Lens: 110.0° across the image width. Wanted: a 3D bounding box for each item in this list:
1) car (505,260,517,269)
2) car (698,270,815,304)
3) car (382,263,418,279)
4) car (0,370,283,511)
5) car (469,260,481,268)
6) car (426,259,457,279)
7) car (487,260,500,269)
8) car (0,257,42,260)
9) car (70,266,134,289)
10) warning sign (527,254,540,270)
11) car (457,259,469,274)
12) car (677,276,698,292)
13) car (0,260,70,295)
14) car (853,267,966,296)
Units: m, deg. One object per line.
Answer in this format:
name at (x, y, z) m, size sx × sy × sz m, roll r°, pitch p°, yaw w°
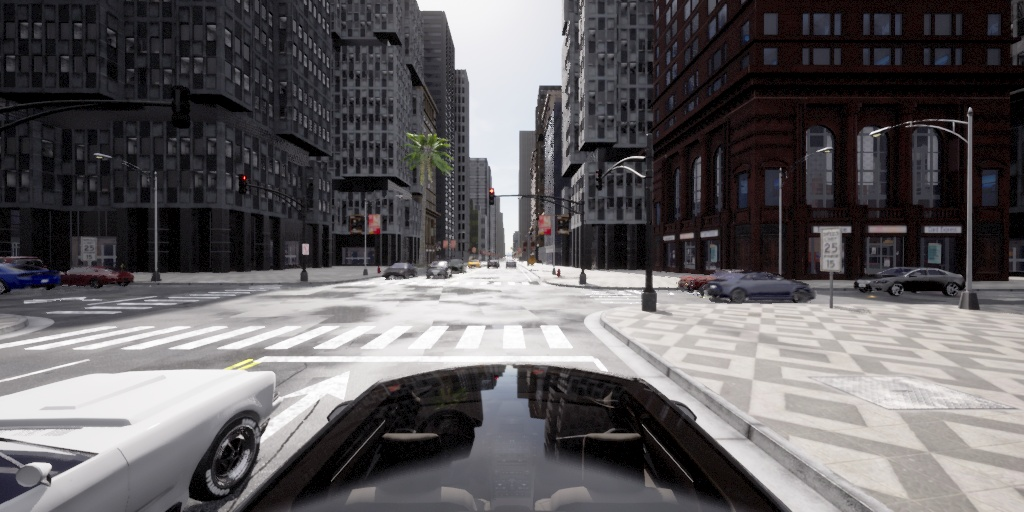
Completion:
car at (-0.158, 1.435, 63.649) m, size 2.128 × 1.511 × 4.902 m, roll 0°, pitch 0°, yaw 0°
car at (11.306, 1.393, 16.517) m, size 4.181 × 1.385 × 1.994 m, roll 0°, pitch 0°, yaw 2°
car at (-9.980, 1.317, 32.493) m, size 2.033 × 1.411 × 5.357 m, roll 0°, pitch 0°, yaw 0°
car at (-3.149, 1.351, 1.454) m, size 1.895 × 1.301 × 4.718 m, roll 0°, pitch 0°, yaw -3°
car at (-6.801, 1.432, 64.921) m, size 1.882 × 1.535 × 5.008 m, roll 0°, pitch -1°, yaw 0°
car at (-6.748, 1.264, 33.612) m, size 2.128 × 1.511 × 4.902 m, roll 0°, pitch 0°, yaw -2°
car at (-3.413, 1.449, 63.878) m, size 1.837 × 1.490 × 4.892 m, roll 0°, pitch -1°, yaw 0°
car at (-30.789, 0.945, 21.283) m, size 5.009 × 1.841 × 2.192 m, roll 0°, pitch 0°, yaw -1°
car at (-25.151, 1.232, 21.394) m, size 4.207 × 1.307 × 1.802 m, roll 0°, pitch 0°, yaw -1°
warning sign at (2.655, 0.943, 47.599) m, size 1.300 × 1.860 × 1.060 m, roll 0°, pitch 0°, yaw 0°
car at (-6.772, 1.161, 42.810) m, size 2.097 × 1.767 × 4.553 m, roll 0°, pitch -1°, yaw 0°
car at (11.650, 1.415, 19.524) m, size 4.718 × 1.301 × 1.895 m, roll 0°, pitch 0°, yaw 0°
car at (-26.848, 1.136, 18.706) m, size 5.008 × 1.535 × 1.882 m, roll 0°, pitch 0°, yaw 0°
car at (21.549, 1.351, 19.559) m, size 4.902 × 1.511 × 2.128 m, roll 0°, pitch 0°, yaw 0°
